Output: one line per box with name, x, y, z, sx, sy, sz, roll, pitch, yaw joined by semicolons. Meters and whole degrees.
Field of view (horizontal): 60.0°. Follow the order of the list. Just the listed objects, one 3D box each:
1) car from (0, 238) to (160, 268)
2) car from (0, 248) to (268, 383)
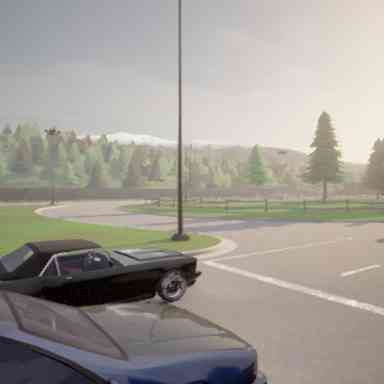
car;-2.128;1.593;6.528;4.718;1.301;1.895;0;0;-35
car;-1.883;1.548;2.405;5.357;1.411;2.033;0;0;-35
